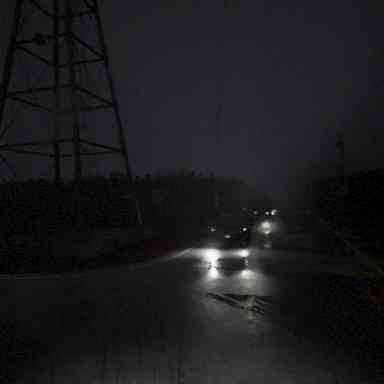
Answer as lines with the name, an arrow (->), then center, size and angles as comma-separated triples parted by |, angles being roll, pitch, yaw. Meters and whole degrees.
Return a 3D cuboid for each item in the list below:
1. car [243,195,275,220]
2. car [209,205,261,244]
car -> 5.848, 1.317, 29.386 | 2.150, 2.045, 5.566 | -2, -1, 16
car -> 2.145, 1.625, 16.453 | 1.812, 1.442, 4.674 | -2, -1, 16
